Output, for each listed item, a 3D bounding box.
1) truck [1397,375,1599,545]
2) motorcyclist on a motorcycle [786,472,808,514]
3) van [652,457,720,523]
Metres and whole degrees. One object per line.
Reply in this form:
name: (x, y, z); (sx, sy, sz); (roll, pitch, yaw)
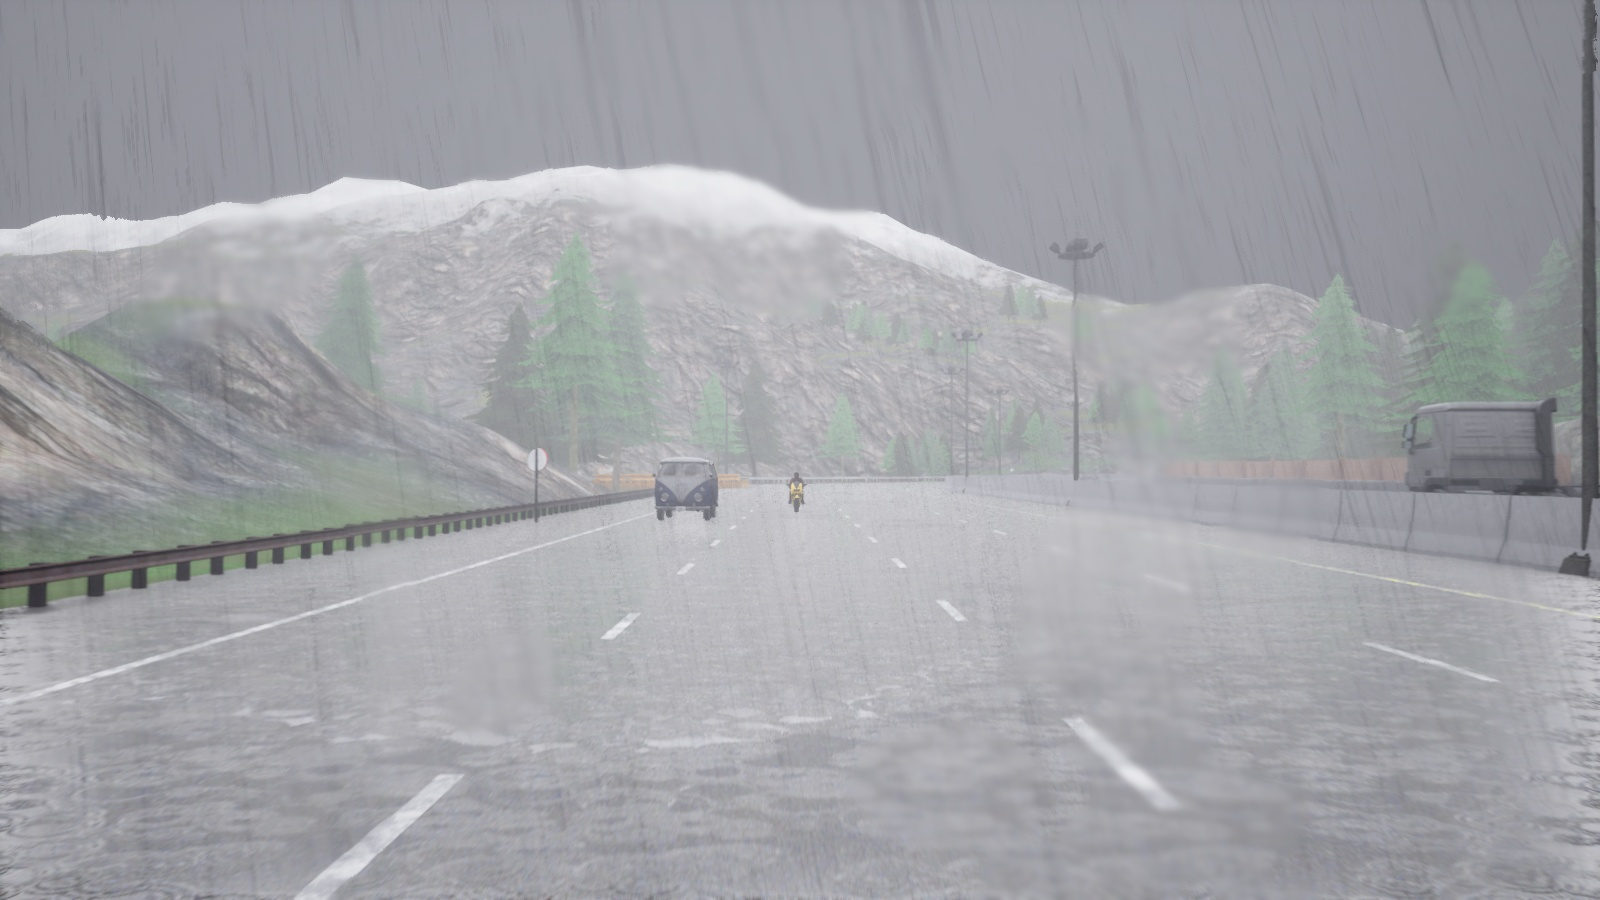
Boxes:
truck: (17.424, 0.258, 29.591); (2.891, 3.462, 7.936); (0, -1, 0)
motorcyclist on a motorcycle: (-0.114, 1.583, 46.962); (0.797, 1.523, 2.044); (0, -1, 0)
van: (-3.598, 1.256, 40.208); (1.775, 1.987, 4.442); (0, -1, 0)
